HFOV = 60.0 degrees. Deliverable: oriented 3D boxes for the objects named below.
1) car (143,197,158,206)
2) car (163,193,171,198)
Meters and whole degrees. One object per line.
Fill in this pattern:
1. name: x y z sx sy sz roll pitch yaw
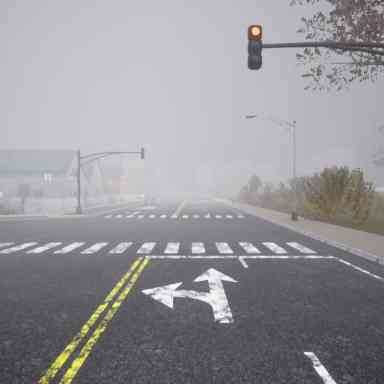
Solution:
1. car: -6.468 1.499 52.308 2.128 1.511 4.902 0 1 0
2. car: -6.446 1.065 86.144 2.097 1.767 4.553 0 0 0
